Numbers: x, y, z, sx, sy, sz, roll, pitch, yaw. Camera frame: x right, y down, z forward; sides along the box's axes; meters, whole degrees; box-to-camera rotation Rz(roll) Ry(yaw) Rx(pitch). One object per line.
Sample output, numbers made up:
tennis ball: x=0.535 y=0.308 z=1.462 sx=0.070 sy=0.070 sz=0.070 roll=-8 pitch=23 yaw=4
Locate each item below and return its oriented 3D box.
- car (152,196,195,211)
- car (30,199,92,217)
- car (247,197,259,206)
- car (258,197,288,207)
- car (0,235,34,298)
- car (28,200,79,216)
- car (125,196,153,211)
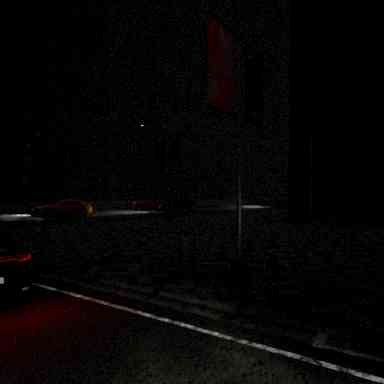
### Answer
car: x=-1.788 y=1.440 z=39.208 sx=4.902 sy=1.511 sz=2.128 roll=0 pitch=0 yaw=-42
car: x=-11.708 y=1.418 z=30.406 sx=5.008 sy=1.535 sz=1.882 roll=0 pitch=0 yaw=-43
car: x=11.123 y=1.484 z=54.897 sx=4.674 sy=1.442 sz=1.812 roll=0 pitch=0 yaw=-41
car: x=13.064 y=1.573 z=52.278 sx=4.718 sy=1.301 sz=1.895 roll=0 pitch=0 yaw=-41
car: x=-5.609 y=1.476 z=7.399 sx=5.008 sy=1.535 sz=1.882 roll=0 pitch=0 yaw=33
car: x=-13.700 y=1.490 z=32.990 sx=4.181 sy=1.385 sz=1.994 roll=0 pitch=0 yaw=-42
car: x=-5.730 y=1.286 z=40.057 sx=4.553 sy=1.767 sz=2.097 roll=0 pitch=0 yaw=-42
